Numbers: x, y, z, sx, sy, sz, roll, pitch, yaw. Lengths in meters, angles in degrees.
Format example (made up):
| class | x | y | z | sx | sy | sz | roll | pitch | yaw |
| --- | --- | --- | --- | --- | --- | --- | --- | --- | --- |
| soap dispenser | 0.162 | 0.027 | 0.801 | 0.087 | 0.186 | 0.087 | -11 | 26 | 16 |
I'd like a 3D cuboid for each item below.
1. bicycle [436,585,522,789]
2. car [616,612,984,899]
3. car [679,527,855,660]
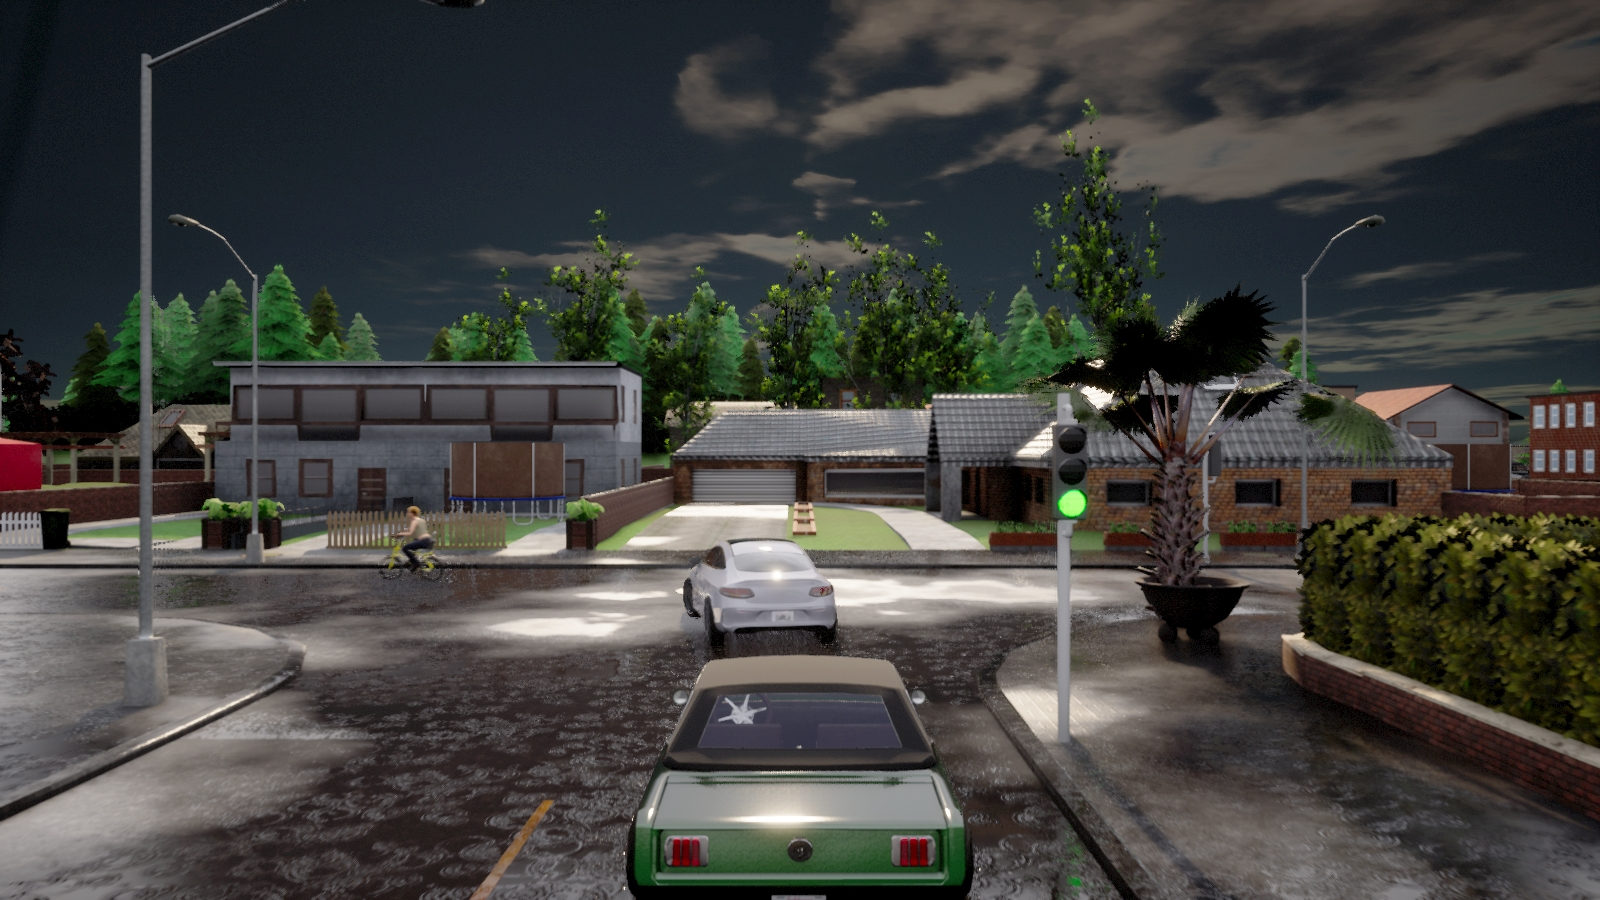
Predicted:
| class | x | y | z | sx | sy | sz | roll | pitch | yaw |
| --- | --- | --- | --- | --- | --- | --- | --- | --- | --- |
| bicycle | -2.871 | 2.060 | 10.340 | 0.329 | 1.471 | 1.835 | 0 | 0 | -2 |
| car | -0.004 | 2.155 | 8.254 | 1.895 | 1.301 | 4.718 | 0 | 0 | 0 |
| car | -0.670 | 2.081 | 17.711 | 2.002 | 1.442 | 4.674 | 0 | 0 | -11 |
